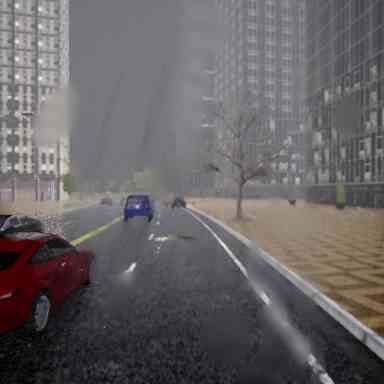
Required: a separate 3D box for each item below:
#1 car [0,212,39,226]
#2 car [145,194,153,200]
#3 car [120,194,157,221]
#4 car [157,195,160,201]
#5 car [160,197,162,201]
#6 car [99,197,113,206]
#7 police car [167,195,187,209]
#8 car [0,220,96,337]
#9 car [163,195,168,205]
[{"bbox_3d":[-6.854,1.494,11.543,2.128,1.511,4.902,0,0,-2],"label":"car"},{"bbox_3d":[-12.187,1.381,94.034,1.812,1.442,4.674,0,0,-15],"label":"car"},{"bbox_3d":[-4.260,1.215,27.321,2.150,2.045,5.566,0,0,-4],"label":"car"},{"bbox_3d":[-8.366,1.367,78.059,1.812,1.442,4.674,0,0,-13],"label":"car"},{"bbox_3d":[-4.211,1.339,61.177,2.097,1.767,4.553,0,0,-10],"label":"car"},{"bbox_3d":[-14.229,1.550,55.643,2.033,1.411,5.357,0,0,-8],"label":"car"},{"bbox_3d":[-1.880,1.411,45.233,1.930,1.638,5.238,0,0,-7],"label":"police car"},{"bbox_3d":[-3.273,1.526,6.482,1.812,1.442,4.674,0,0,-1],"label":"car"},{"bbox_3d":[-3.249,1.338,55.159,2.097,1.767,4.553,0,0,-9],"label":"car"}]
